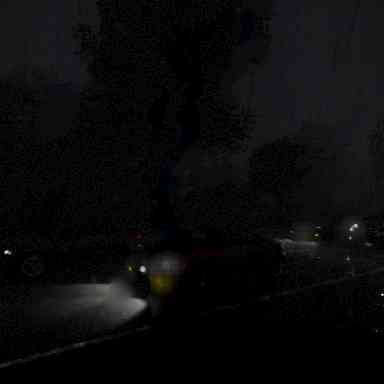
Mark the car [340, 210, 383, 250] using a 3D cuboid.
[{"bbox_3d":[8.862,1.555,14.558,4.553,1.767,2.097,1,-1,-35],"label":"car"}]

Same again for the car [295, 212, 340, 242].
[{"bbox_3d":[7.130,1.764,17.628,4.181,1.385,1.994,1,-1,-36],"label":"car"}]

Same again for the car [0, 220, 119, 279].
[{"bbox_3d":[-3.609,1.550,10.016,4.181,1.385,1.994,1,0,-35],"label":"car"}]

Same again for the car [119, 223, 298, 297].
[{"bbox_3d":[0.532,1.587,8.654,4.181,1.385,1.994,1,0,-35],"label":"car"}]
